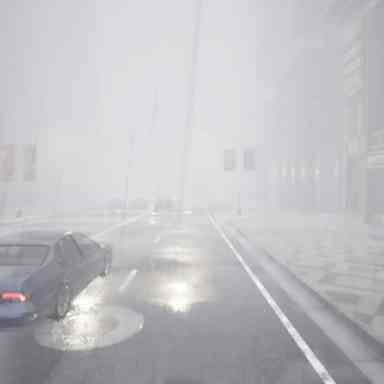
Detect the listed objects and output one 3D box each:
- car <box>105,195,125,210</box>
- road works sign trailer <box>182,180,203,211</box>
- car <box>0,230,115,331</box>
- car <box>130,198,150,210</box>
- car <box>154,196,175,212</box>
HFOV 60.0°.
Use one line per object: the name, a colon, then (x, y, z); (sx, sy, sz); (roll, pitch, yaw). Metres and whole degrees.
car: (-9.816, 1.457, 42.911); (1.812, 1.442, 4.674); (0, 0, 0)
road works sign trailer: (0.060, 0.408, 39.708); (2.380, 3.560, 2.880); (0, 0, 0)
car: (-3.152, 1.546, 7.222); (2.033, 1.411, 5.357); (0, 0, 0)
car: (-6.567, 1.480, 42.606); (2.033, 1.411, 5.357); (0, 0, 1)
car: (-3.156, 1.299, 38.826); (2.097, 1.767, 4.553); (0, 0, 0)
